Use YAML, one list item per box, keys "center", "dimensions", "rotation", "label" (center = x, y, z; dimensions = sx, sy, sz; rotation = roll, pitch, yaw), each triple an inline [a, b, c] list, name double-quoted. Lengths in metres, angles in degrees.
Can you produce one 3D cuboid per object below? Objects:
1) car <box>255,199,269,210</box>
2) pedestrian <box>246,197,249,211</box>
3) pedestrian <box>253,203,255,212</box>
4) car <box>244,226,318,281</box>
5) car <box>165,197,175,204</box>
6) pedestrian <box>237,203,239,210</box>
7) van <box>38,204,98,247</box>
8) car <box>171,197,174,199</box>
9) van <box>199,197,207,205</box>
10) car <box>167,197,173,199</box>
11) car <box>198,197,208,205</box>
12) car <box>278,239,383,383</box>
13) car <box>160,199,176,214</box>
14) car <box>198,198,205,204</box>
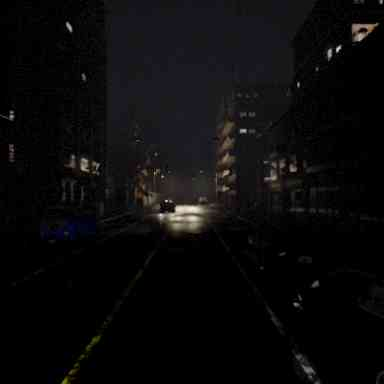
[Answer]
- center: [13.461, 2.194, 58.361]
  dimensions: [5.009, 1.841, 2.192]
  rotation: [1, -2, -1]
  label: "car"
- center: [7.131, 1.589, 43.160]
  dimensions: [0.375, 1.860, 0.375]
  rotation: [0, -1, 0]
  label: "pedestrian"
- center: [8.132, 2.007, 43.755]
  dimensions: [0.500, 1.100, 0.500]
  rotation: [0, -1, 0]
  label: "pedestrian"
- center: [2.694, 1.663, 9.975]
  dimensions: [1.947, 1.339, 4.313]
  rotation: [0, -1, 0]
  label: "car"
- center: [-5.695, 2.244, 87.574]
  dimensions: [2.192, 1.841, 5.009]
  rotation: [0, -1, 0]
  label: "car"
- center: [6.132, 1.964, 44.355]
  dimensions: [0.500, 1.100, 0.500]
  rotation: [0, -1, 0]
  label: "pedestrian"
- center: [-5.686, 1.494, 15.636]
  dimensions: [1.690, 1.788, 3.998]
  rotation: [0, -1, 0]
  label: "van"
- center: [-5.694, 2.386, 81.772]
  dimensions: [1.752, 1.417, 4.829]
  rotation: [0, -1, 0]
  label: "car"
- center: [2.686, 2.203, 81.945]
  dimensions: [1.690, 1.788, 3.998]
  rotation: [0, -1, 0]
  label: "van"
- center: [-5.694, 2.300, 70.681]
  dimensions: [1.947, 1.339, 4.313]
  rotation: [0, -1, 0]
  label: "car"
- center: [2.686, 2.342, 76.312]
  dimensions: [1.887, 1.381, 4.507]
  rotation: [0, -1, 0]
  label: "car"
- center: [2.695, 1.608, 4.312]
  dimensions: [1.947, 1.339, 4.313]
  rotation: [0, -1, 0]
  label: "car"
- center: [-3.004, 1.984, 42.305]
  dimensions: [2.033, 1.411, 5.357]
  rotation: [0, -1, 0]
  label: "car"
- center: [2.685, 2.435, 93.203]
  dimensions: [1.967, 1.590, 4.097]
  rotation: [0, -1, 0]
  label: "car"
